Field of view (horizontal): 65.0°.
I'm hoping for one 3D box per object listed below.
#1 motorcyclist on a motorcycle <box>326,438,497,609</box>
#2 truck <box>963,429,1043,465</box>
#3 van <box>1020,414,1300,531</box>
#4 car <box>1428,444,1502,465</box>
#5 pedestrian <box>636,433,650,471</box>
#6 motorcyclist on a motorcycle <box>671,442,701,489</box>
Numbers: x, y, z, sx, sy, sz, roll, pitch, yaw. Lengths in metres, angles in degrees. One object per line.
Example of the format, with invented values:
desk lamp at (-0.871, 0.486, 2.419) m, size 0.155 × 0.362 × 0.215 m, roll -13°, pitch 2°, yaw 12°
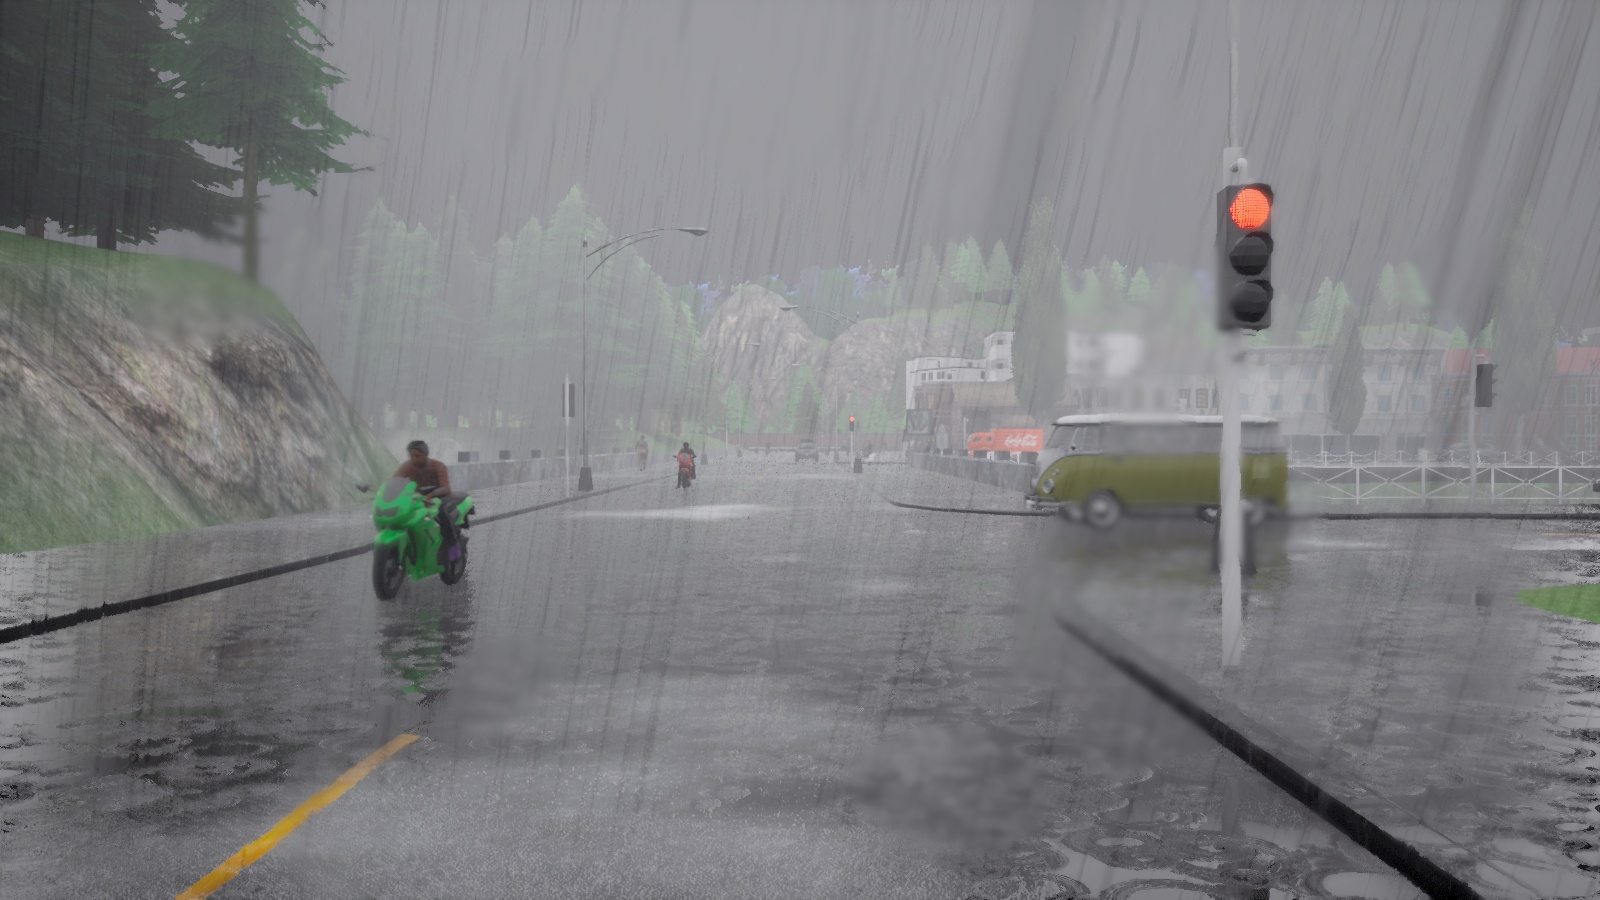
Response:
motorcyclist on a motorcycle at (-3.760, 0.656, 12.377) m, size 0.797 × 1.523 × 2.044 m, roll 1°, pitch 0°, yaw 8°
truck at (14.207, -0.225, 88.011) m, size 5.204 × 2.467 × 2.627 m, roll 0°, pitch 0°, yaw 0°
van at (6.300, 0.379, 22.274) m, size 4.442 × 1.987 × 1.775 m, roll 0°, pitch 0°, yaw -3°
car at (46.522, 0.302, 87.849) m, size 4.193 × 1.474 × 1.816 m, roll 0°, pitch 0°, yaw 0°
pedestrian at (-7.829, 0.097, 62.652) m, size 0.540 × 1.848 × 0.694 m, roll 0°, pitch 0°, yaw 3°
motorcyclist on a motorcycle at (-3.751, 0.491, 41.501) m, size 0.797 × 1.523 × 2.044 m, roll 0°, pitch 0°, yaw 0°
